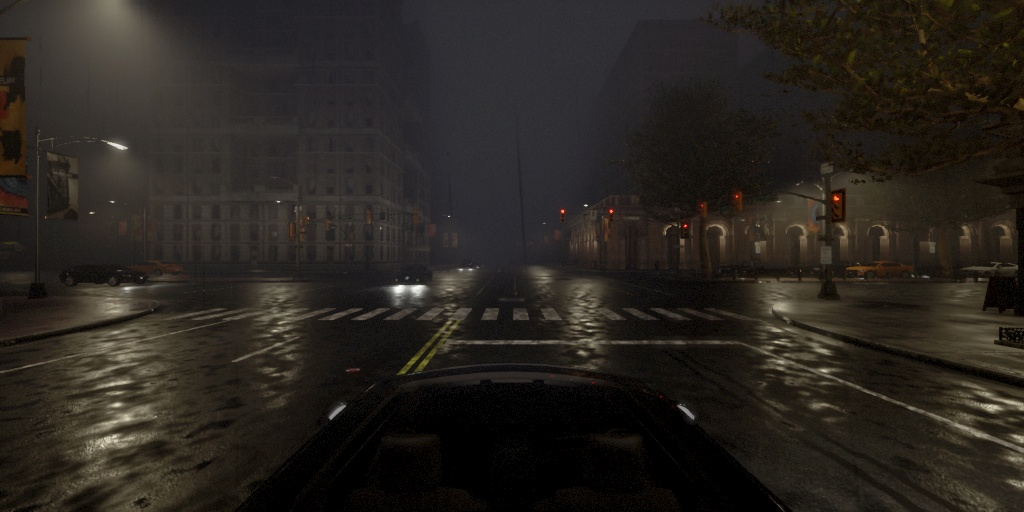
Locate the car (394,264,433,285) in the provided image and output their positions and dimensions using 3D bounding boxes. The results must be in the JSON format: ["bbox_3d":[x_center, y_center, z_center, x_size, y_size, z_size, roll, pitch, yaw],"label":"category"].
[{"bbox_3d":[-7.138,1.314,26.391,1.994,1.385,4.181,0,0,0],"label":"car"}]

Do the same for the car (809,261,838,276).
[{"bbox_3d":[32.886,1.241,35.861,4.902,1.511,2.128,0,0,0],"label":"car"}]

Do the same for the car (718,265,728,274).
[{"bbox_3d":[23.288,1.241,35.900,4.902,1.511,2.128,0,0,0],"label":"car"}]

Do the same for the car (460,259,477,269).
[{"bbox_3d":[-7.173,1.255,57.993,1.837,1.490,4.892,0,0,0],"label":"car"}]

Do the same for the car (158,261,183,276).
[{"bbox_3d":[-36.208,1.228,36.137,5.008,1.535,1.882,0,0,0],"label":"car"}]

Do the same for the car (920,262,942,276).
[{"bbox_3d":[42.935,1.314,35.805,4.181,1.385,1.994,0,0,0],"label":"car"}]

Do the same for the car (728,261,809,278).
[{"bbox_3d":[23.088,1.297,32.400,5.357,1.411,2.033,0,0,0],"label":"car"}]

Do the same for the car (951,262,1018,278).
[{"bbox_3d":[43.279,1.276,32.304,4.674,1.442,1.812,0,0,1],"label":"car"}]

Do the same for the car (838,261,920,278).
[{"bbox_3d":[33.053,1.228,32.357,5.008,1.535,1.882,0,0,0],"label":"car"}]

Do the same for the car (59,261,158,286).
[{"bbox_3d":[-27.647,1.255,24.418,4.892,1.490,1.837,0,0,0],"label":"car"}]
